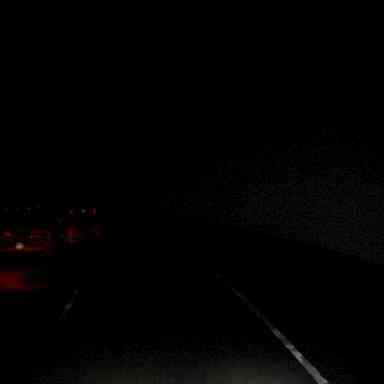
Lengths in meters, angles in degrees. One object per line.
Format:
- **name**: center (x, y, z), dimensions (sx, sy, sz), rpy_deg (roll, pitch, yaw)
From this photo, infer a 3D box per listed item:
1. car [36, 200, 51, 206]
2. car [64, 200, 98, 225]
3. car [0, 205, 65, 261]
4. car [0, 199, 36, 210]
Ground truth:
- **car**: center (-17.638, 1.581, 38.583), dimensions (2.033, 1.411, 5.357), rpy_deg (0, 0, -34)
- **car**: center (-8.603, 1.361, 24.771), dimensions (2.097, 1.767, 4.553), rpy_deg (0, 0, -31)
- **car**: center (-5.985, 1.490, 12.390), dimensions (1.882, 1.535, 5.008), rpy_deg (0, 0, -18)
- **car**: center (-15.099, 1.386, 28.464), dimensions (2.097, 1.767, 4.553), rpy_deg (0, 0, -33)
